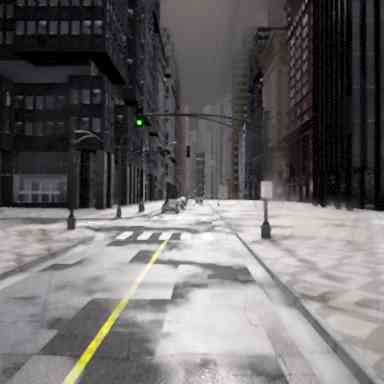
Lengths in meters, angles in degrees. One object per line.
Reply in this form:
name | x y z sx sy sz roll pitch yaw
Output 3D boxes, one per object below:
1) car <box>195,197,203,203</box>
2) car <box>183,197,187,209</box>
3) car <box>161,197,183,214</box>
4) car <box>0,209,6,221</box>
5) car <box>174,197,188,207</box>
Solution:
car | 1.650 1.912 77.030 1.895 1.301 4.718 0 -1 1
car | -2.082 1.668 47.089 1.994 1.385 4.181 0 0 2
car | -2.322 1.569 37.135 1.837 1.490 4.892 0 0 1
car | -15.002 1.350 22.060 4.902 1.511 2.128 1 -1 1
car | -1.789 1.649 57.351 2.128 1.511 4.902 0 0 1
